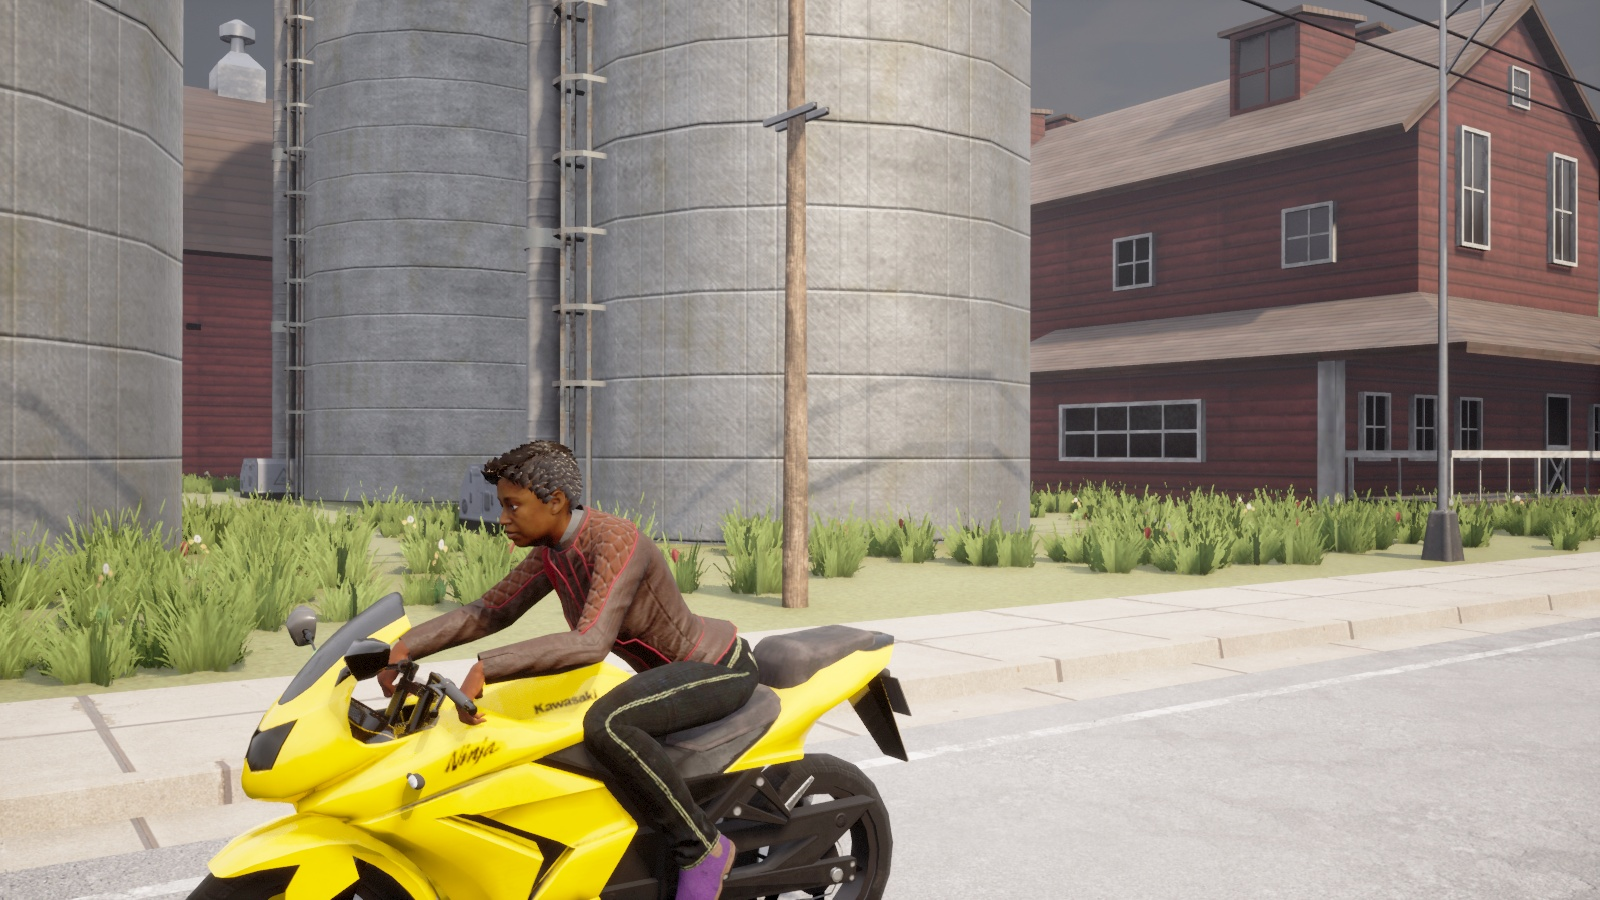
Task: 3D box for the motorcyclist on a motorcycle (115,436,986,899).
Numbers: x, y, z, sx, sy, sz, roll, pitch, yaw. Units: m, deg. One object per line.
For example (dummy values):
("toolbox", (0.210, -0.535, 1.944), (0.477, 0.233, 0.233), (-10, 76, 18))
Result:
("motorcyclist on a motorcycle", (-0.561, 0.736, 3.228), (2.044, 1.523, 0.797), (0, 0, -34))
